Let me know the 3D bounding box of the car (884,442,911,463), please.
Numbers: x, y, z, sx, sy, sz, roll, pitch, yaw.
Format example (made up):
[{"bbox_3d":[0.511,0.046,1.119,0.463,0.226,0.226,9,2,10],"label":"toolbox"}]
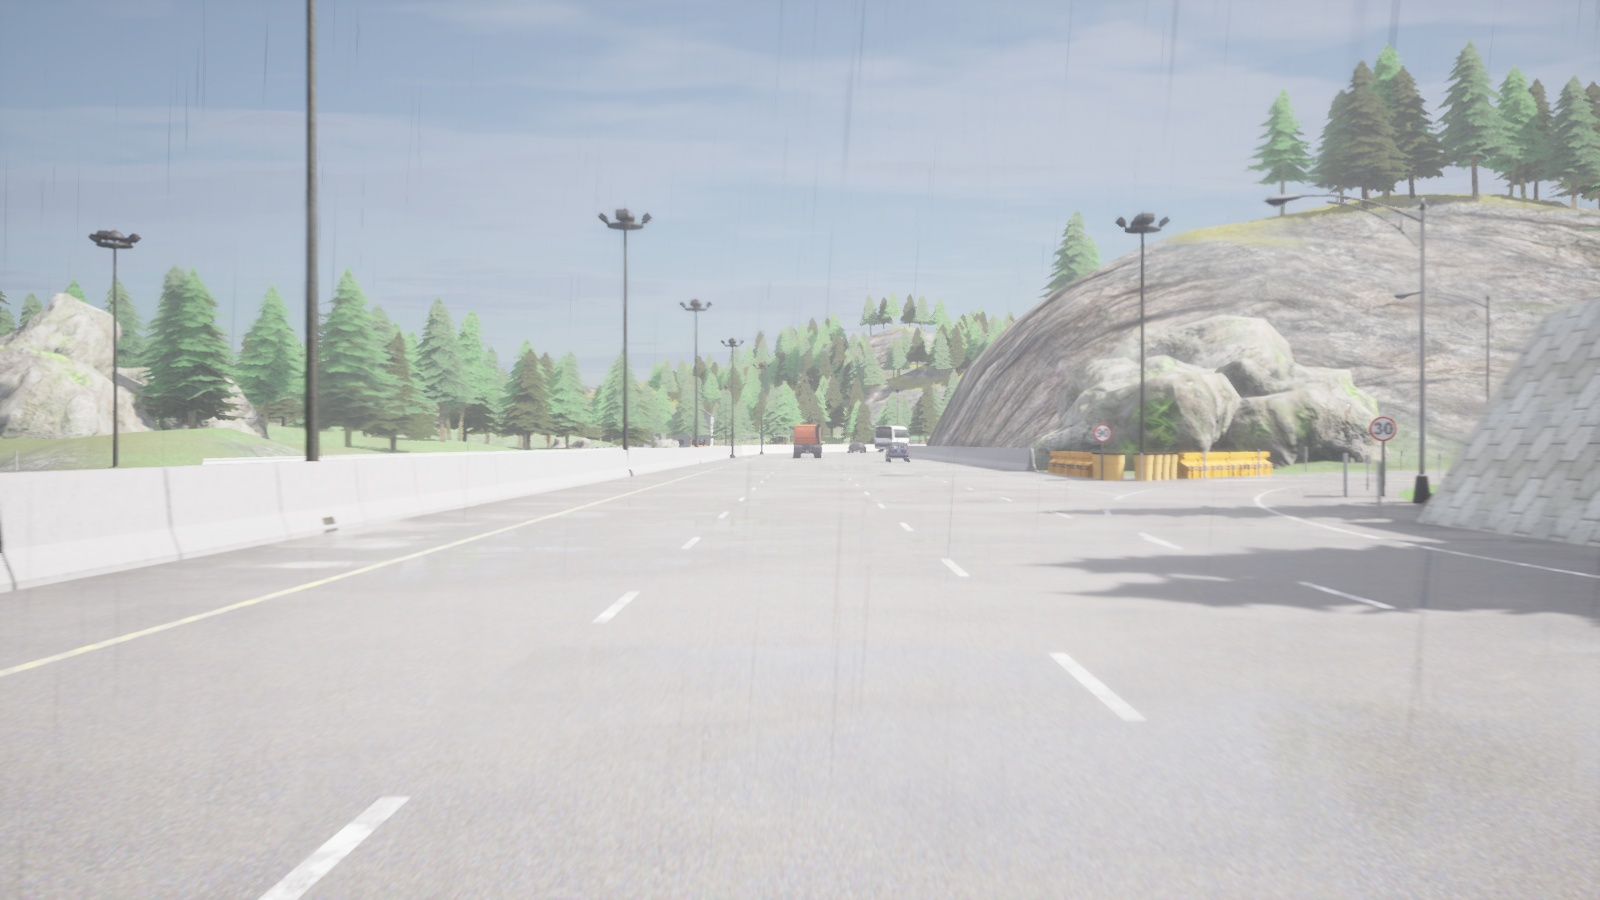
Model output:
[{"bbox_3d":[7.572,0.185,97.910,1.789,1.549,3.705,0,0,0],"label":"car"}]
